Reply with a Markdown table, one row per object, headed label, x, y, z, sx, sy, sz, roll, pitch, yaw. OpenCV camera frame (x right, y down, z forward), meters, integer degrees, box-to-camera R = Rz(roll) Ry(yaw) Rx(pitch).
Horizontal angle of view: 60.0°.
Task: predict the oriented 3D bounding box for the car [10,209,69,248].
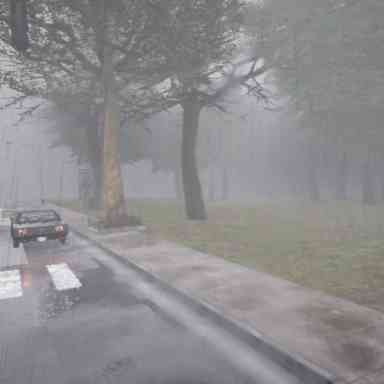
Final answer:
| label | x | y | z | sx | sy | sz | roll | pitch | yaw |
| --- | --- | --- | --- | --- | --- | --- | --- | --- | --- |
| car | -6.494 | 1.379 | 13.879 | 1.895 | 1.301 | 4.718 | -2 | 2 | -29 |
